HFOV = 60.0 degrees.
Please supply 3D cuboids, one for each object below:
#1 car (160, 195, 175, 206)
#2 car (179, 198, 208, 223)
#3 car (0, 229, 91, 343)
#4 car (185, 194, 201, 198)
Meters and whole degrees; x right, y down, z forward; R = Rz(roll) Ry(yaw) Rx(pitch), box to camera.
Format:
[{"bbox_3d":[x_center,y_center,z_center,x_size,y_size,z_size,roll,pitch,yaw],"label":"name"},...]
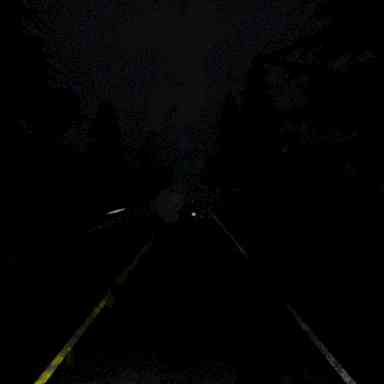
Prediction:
[{"bbox_3d":[-3.554,1.178,48.140,2.128,1.511,4.902,0,0,0],"label":"car"},{"bbox_3d":[0.114,1.409,23.866,1.994,1.385,4.181,0,0,0],"label":"car"},{"bbox_3d":[-3.598,1.504,6.620,2.033,1.411,5.357,0,0,0],"label":"car"},{"bbox_3d":[0.124,1.079,42.041,2.097,1.767,4.553,0,0,0],"label":"car"}]
